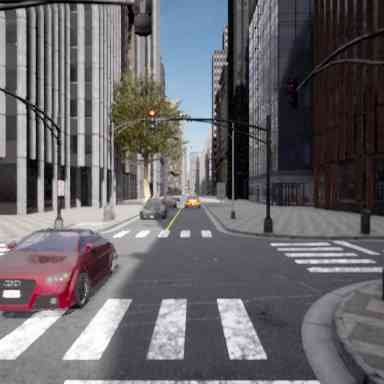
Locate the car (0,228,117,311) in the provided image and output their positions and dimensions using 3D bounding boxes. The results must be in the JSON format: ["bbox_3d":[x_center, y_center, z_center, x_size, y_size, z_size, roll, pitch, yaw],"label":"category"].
[{"bbox_3d":[-3.094,1.560,7.708,1.994,1.385,4.181,0,0,0],"label":"car"}]

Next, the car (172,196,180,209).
[{"bbox_3d":[-3.054,1.322,44.383,2.097,1.767,4.553,0,0,0],"label":"car"}]

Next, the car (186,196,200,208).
[{"bbox_3d":[0.139,1.319,48.465,2.097,1.767,4.553,0,0,0],"label":"car"}]

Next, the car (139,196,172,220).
[{"bbox_3d":[-3.076,1.333,27.834,2.097,1.767,4.553,0,0,0],"label":"car"}]

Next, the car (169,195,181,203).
[{"bbox_3d":[-2.950,1.208,59.943,1.895,1.301,4.718,0,0,0],"label":"car"}]
